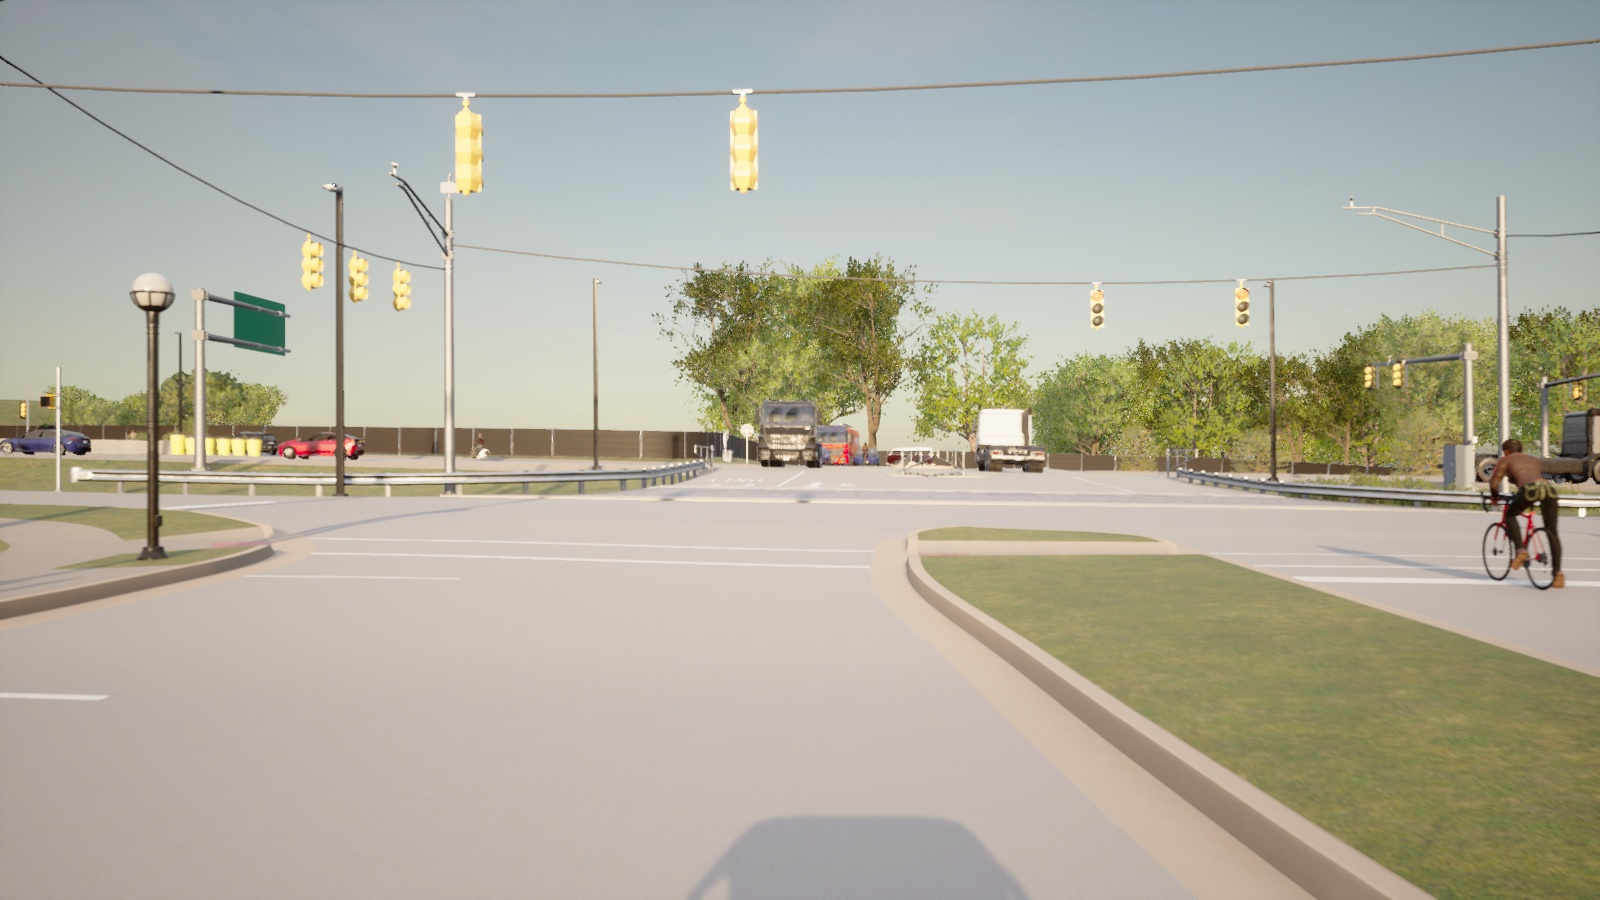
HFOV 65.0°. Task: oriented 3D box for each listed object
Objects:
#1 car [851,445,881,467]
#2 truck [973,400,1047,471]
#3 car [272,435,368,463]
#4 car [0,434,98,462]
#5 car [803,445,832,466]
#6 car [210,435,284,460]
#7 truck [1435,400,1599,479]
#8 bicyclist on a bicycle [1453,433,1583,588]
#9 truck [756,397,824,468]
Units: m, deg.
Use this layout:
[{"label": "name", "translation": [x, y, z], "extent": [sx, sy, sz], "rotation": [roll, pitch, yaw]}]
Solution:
[{"label": "car", "translation": [4.972, 0.453, 93.474], "extent": [2.163, 1.488, 4.792], "rotation": [0, -2, 4]}, {"label": "truck", "translation": [10.867, -0.669, 65.733], "extent": [2.891, 3.462, 7.936], "rotation": [1, 0, 3]}, {"label": "car", "translation": [-26.383, -0.047, 69.125], "extent": [4.514, 1.525, 2.007], "rotation": [0, -1, 4]}, {"label": "car", "translation": [-42.251, -0.098, 70.274], "extent": [4.792, 1.488, 2.163], "rotation": [0, -1, 4]}, {"label": "car", "translation": [1.281, 0.418, 90.663], "extent": [1.812, 1.442, 4.674], "rotation": [0, -1, 4]}, {"label": "car", "translation": [-38.070, -0.172, 86.448], "extent": [4.856, 1.649, 2.033], "rotation": [1, 0, 26]}, {"label": "truck", "translation": [33.925, -0.457, 57.747], "extent": [7.936, 3.462, 2.891], "rotation": [1, -1, 4]}, {"label": "bicyclist on a bicycle", "translation": [7.918, 0.634, 13.930], "extent": [0.582, 1.620, 1.656], "rotation": [0, 0, 4]}, {"label": "truck", "translation": [-0.417, -0.811, 65.722], "extent": [2.891, 3.462, 7.936], "rotation": [0, -1, 4]}]
